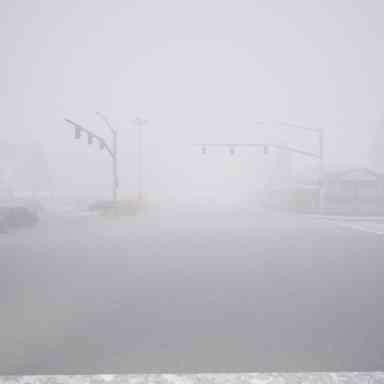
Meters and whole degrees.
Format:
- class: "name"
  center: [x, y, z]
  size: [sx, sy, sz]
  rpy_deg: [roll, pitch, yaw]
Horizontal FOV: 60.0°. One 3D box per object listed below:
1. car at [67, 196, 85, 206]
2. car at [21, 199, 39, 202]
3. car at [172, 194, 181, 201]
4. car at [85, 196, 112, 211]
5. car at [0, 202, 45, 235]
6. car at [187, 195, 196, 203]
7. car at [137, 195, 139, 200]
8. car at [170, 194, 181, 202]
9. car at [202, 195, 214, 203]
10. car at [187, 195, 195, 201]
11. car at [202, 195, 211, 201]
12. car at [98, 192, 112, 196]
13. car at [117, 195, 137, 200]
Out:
- class: "car"
  center: [-17.719, 1.398, 51.602]
  size: [2.128, 1.511, 4.902]
  rpy_deg: [0, 0, 0]
- class: "car"
  center: [-17.688, 1.500, 36.076]
  size: [1.994, 1.385, 4.181]
  rpy_deg: [0, 0, 0]
- class: "car"
  center: [-3.697, 1.323, 80.320]
  size: [1.882, 1.535, 5.008]
  rpy_deg: [0, 0, 0]
- class: "car"
  center: [-10.698, 1.528, 39.245]
  size: [1.895, 1.301, 4.718]
  rpy_deg: [0, 0, 0]
- class: "car"
  center: [-10.648, 1.515, 18.981]
  size: [2.033, 1.411, 5.357]
  rpy_deg: [0, 0, 0]
- class: "car"
  center: [-0.068, 1.419, 66.104]
  size: [2.033, 1.411, 5.357]
  rpy_deg: [0, 0, 0]
- class: "car"
  center: [-10.674, 1.264, 69.891]
  size: [1.882, 1.535, 5.008]
  rpy_deg: [0, 0, 0]
- class: "car"
  center: [-3.572, 1.467, 69.378]
  size: [1.895, 1.301, 4.718]
  rpy_deg: [0, 0, 0]
- class: "car"
  center: [3.439, 1.418, 66.183]
  size: [2.033, 1.411, 5.357]
  rpy_deg: [0, 0, -1]
- class: "car"
  center: [-0.193, 1.444, 77.929]
  size: [1.895, 1.301, 4.718]
  rpy_deg: [0, 0, 0]
- class: "car"
  center: [3.307, 1.401, 77.781]
  size: [1.994, 1.385, 4.181]
  rpy_deg: [0, 0, 0]
- class: "car"
  center: [-17.667, 1.082, 67.260]
  size: [2.150, 2.045, 5.566]
  rpy_deg: [0, 0, 0]
- class: "car"
  center: [-10.722, 1.252, 53.534]
  size: [2.097, 1.767, 4.553]
  rpy_deg: [0, 0, 0]
